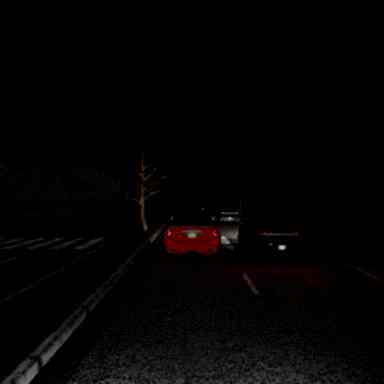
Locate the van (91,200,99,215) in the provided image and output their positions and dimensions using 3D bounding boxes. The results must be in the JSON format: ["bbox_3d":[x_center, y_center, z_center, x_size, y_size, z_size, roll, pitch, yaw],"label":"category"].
[{"bbox_3d":[-13.784,1.859,39.592,4.442,1.987,1.878,0,-1,-20],"label":"van"}]

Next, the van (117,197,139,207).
[{"bbox_3d":[-13.992,2.078,72.322,4.442,1.987,1.878,-1,0,-20],"label":"van"}]

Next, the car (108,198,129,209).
[{"bbox_3d":[-13.881,2.293,57.446,4.674,1.452,2.002,-1,0,-20],"label":"car"}]

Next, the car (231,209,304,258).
[{"bbox_3d":[3.019,1.662,13.509,2.128,1.511,4.902,0,-1,1],"label":"car"}]

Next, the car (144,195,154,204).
[{"bbox_3d":[-13.849,2.392,93.353,4.792,1.488,2.163,-1,0,-20],"label":"car"}]

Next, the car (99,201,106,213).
[{"bbox_3d":[-13.883,2.164,42.520,4.674,1.452,2.002,0,-1,-20],"label":"car"}]

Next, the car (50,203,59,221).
[{"bbox_3d":[-13.919,1.916,27.590,4.792,1.488,2.163,0,-1,-20],"label":"car"}]

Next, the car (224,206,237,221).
[{"bbox_3d":[3.014,1.903,28.520,2.128,1.511,4.902,0,-1,1],"label":"car"}]

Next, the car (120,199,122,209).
[{"bbox_3d":[-13.859,2.246,51.489,4.792,1.488,2.163,-1,-1,-20],"label":"car"}]

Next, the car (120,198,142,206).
[{"bbox_3d":[-13.852,2.185,75.357,4.553,1.767,2.185,-1,0,-20],"label":"car"}]

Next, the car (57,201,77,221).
[{"bbox_3d":[-13.718,1.935,30.652,5.366,1.575,1.946,0,-1,-20],"label":"car"}]

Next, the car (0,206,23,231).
[{"bbox_3d":[-13.890,1.825,21.638,4.674,1.452,2.002,0,-1,-20],"label":"car"}]

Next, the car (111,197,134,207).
[{"bbox_3d":[-13.913,2.017,60.418,5.566,2.045,2.435,-1,0,-20],"label":"car"}]

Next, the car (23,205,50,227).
[{"bbox_3d":[-13.721,1.829,24.687,5.366,1.575,1.946,0,-1,-20],"label":"car"}]

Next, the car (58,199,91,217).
[{"bbox_3d":[-13.863,1.914,36.563,4.553,1.767,2.185,0,-1,-20],"label":"car"}]

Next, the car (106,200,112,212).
[{"bbox_3d":[-13.914,2.191,45.492,4.792,1.488,2.163,-1,0,-20],"label":"car"}]

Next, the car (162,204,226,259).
[{"bbox_3d":[0.019,1.519,13.437,2.097,1.767,4.553,0,-1,0],"label":"car"}]

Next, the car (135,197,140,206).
[{"bbox_3d":[-13.860,2.034,66.414,5.566,2.045,2.435,-1,0,-20],"label":"car"}]

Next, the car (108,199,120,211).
[{"bbox_3d":[-13.715,2.185,48.562,5.366,1.575,1.946,-1,-1,-20],"label":"car"}]
